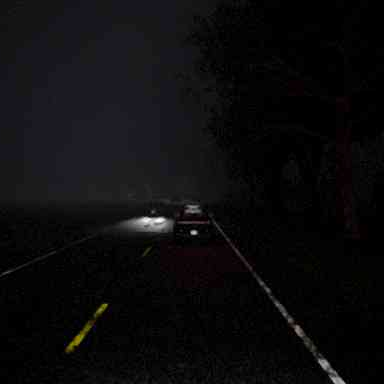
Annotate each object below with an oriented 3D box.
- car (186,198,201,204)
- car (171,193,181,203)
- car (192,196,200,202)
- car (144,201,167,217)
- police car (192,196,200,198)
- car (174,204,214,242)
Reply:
[{"bbox_3d":[0.085,1.655,33.287,1.812,1.442,4.674,0,0,0],"label":"car"},{"bbox_3d":[-3.529,1.332,74.590,2.150,2.045,5.566,0,0,0],"label":"car"},{"bbox_3d":[1.018,1.723,82.133,1.837,1.490,4.892,0,0,0],"label":"car"},{"bbox_3d":[-3.609,1.621,33.288,2.128,1.511,4.902,0,0,0],"label":"car"},{"bbox_3d":[1.023,1.633,72.242,1.930,1.638,5.238,0,0,0],"label":"police car"},{"bbox_3d":[0.090,1.564,16.878,2.128,1.511,4.902,0,0,0],"label":"car"}]
